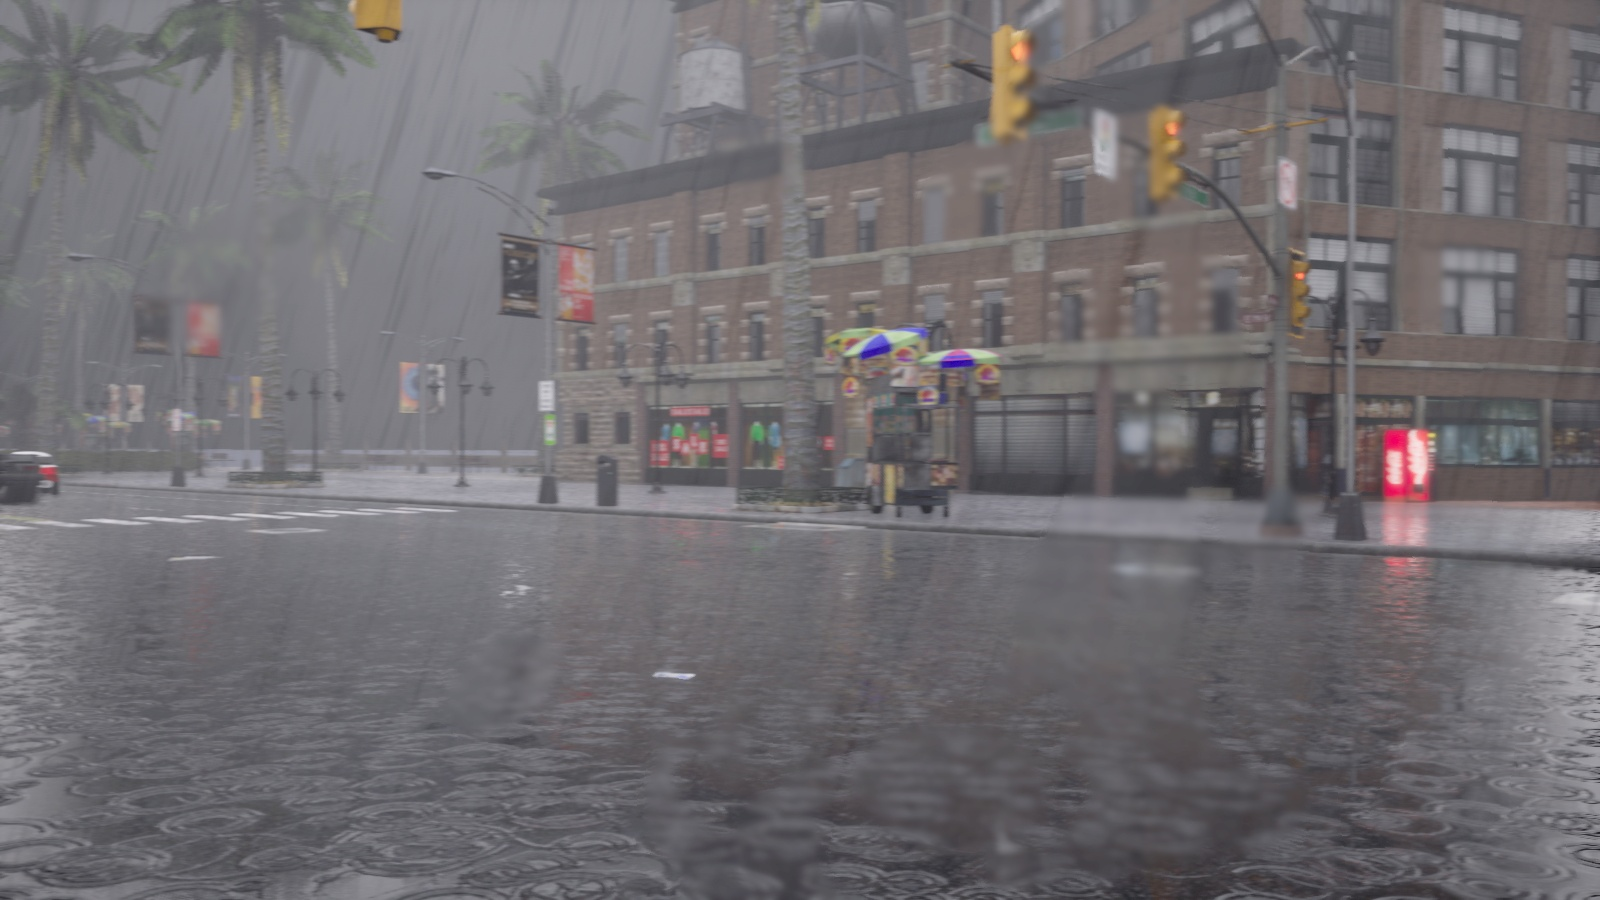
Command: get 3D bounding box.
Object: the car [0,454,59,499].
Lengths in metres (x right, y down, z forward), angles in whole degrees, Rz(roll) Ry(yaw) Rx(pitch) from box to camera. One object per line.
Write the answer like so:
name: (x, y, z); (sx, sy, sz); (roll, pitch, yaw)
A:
car: (-24.891, 0.829, 40.054); (2.207, 1.376, 1.481); (0, 0, 40)

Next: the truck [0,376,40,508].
truck: (-24.311, -0.208, 35.022); (7.936, 3.462, 2.891); (0, 0, 40)
